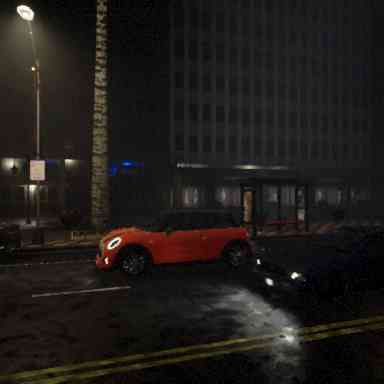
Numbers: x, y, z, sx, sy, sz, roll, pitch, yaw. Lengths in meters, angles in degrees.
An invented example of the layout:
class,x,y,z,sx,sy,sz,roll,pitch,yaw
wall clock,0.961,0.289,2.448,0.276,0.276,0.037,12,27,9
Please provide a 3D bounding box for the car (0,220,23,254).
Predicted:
class,x,y,z,sx,sy,sz,roll,pitch,yaw
car,-8.174,1.481,10.686,4.892,1.521,2.231,0,0,-19

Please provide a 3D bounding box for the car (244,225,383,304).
class,x,y,z,sx,sy,sz,roll,pitch,yaw
car,4.193,1.547,8.013,5.357,1.411,2.033,0,0,-19

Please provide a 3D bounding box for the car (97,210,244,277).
class,x,y,z,sx,sy,sz,roll,pitch,yaw
car,-0.521,1.352,10.106,4.553,1.767,2.097,0,0,-18
